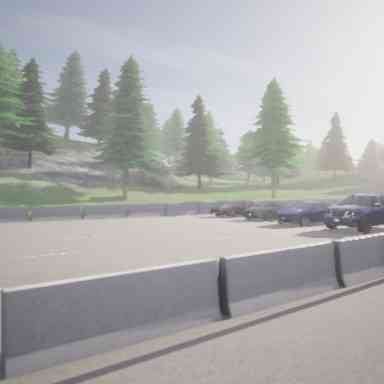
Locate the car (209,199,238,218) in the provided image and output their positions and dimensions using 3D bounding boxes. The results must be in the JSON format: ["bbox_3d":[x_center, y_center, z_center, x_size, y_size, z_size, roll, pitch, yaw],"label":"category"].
[{"bbox_3d":[3.987,1.324,27.670,5.357,1.411,2.033,0,1,-34],"label":"car"}]

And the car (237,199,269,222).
[{"bbox_3d":[5.779,1.380,24.657,4.181,1.385,1.994,0,1,-34],"label":"car"}]

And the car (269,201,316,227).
[{"bbox_3d":[7.658,1.333,21.703,5.008,1.535,1.882,0,1,-34],"label":"car"}]

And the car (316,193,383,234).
[{"bbox_3d":[9.905,1.115,18.993,5.566,2.045,2.150,0,1,-34],"label":"car"}]
